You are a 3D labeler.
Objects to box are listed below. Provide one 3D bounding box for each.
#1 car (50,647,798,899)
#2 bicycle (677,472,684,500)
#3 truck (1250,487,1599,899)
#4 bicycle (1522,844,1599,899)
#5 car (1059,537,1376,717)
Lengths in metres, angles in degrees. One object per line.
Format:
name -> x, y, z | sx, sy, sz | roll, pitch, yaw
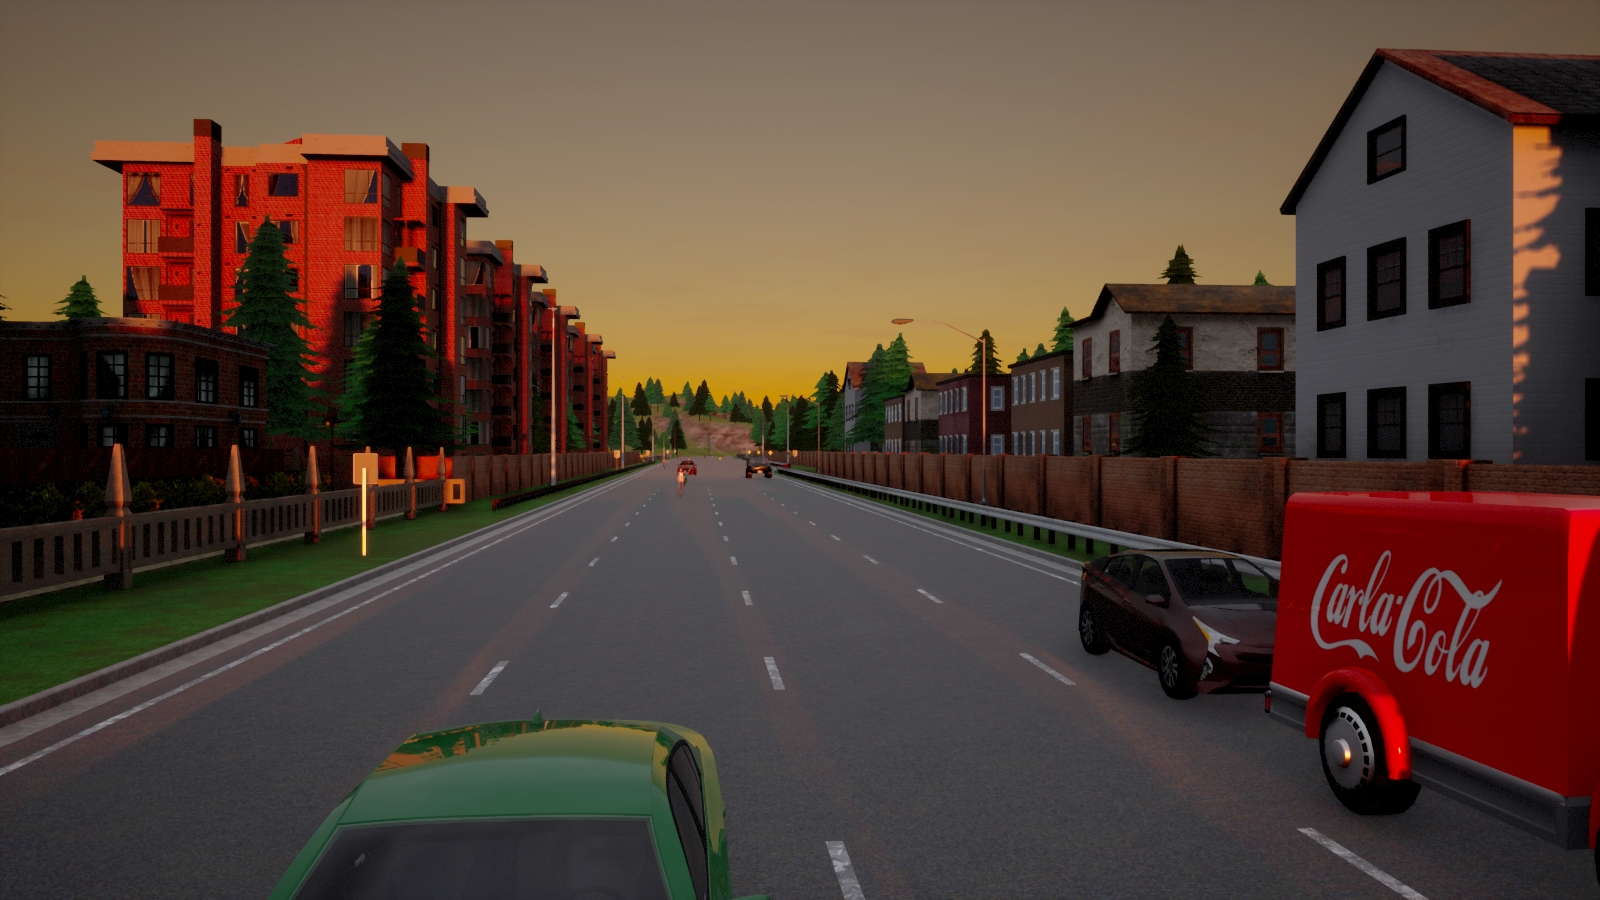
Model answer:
car -> -1.202, 2.034, 4.748 | 2.097, 1.535, 5.006 | 0, 0, -5
bicycle -> -6.812, 2.056, 65.378 | 0.373, 1.496, 1.643 | 0, 0, -5
truck -> 5.566, 1.568, 7.740 | 2.627, 2.467, 5.204 | 0, 0, -5
bicycle -> 2.623, 2.056, 2.959 | 0.373, 1.496, 1.643 | 0, 0, -4
car -> 4.945, 2.040, 14.354 | 2.007, 1.525, 4.514 | 0, 0, -5
